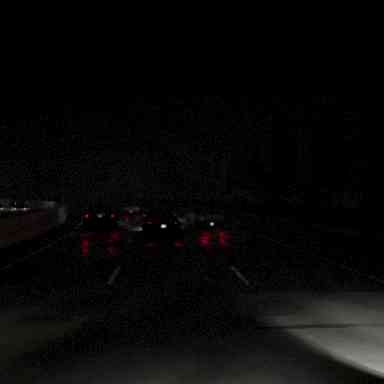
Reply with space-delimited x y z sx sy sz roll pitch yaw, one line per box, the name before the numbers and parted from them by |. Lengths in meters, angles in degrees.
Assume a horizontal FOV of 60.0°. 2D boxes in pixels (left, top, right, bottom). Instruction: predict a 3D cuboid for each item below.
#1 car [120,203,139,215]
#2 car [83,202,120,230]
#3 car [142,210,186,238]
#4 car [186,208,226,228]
car | -7.696 1.945 39.455 1.895 1.301 4.718 0 -1 -22
car | -6.182 1.552 22.751 2.097 1.767 4.553 0 -1 -12
car | -1.792 1.726 18.763 1.994 1.385 4.181 0 0 -10
car | 0.809 1.802 23.802 1.895 1.301 4.718 0 0 -13
